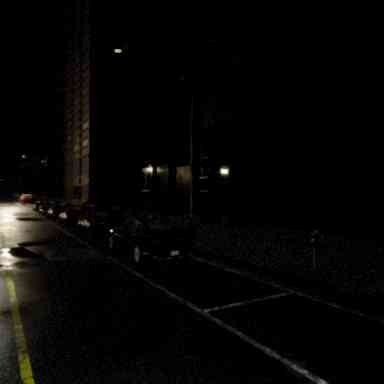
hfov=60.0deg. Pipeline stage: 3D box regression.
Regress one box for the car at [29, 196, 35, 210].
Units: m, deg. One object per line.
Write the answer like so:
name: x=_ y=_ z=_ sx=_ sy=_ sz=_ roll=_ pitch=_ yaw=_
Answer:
car: x=-15.959 y=1.379 z=35.731 sx=1.947 sy=1.339 sz=4.313 roll=1 pitch=0 yaw=-31

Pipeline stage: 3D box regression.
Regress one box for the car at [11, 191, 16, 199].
car: x=-36.059 y=1.107 z=69.584 sx=2.008 sy=1.369 sz=4.403 roll=1 pitch=0 yaw=-31

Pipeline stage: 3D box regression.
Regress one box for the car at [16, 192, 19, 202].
car: x=-27.442 y=1.108 z=55.076 sx=1.967 sy=1.590 sz=4.097 roll=1 pitch=0 yaw=-31

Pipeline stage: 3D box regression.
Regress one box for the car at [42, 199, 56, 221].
car: x=-10.215 y=1.427 z=26.057 sx=1.887 sy=1.381 sz=4.507 roll=1 pitch=0 yaw=-31

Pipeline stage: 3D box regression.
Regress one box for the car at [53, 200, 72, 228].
car: x=-7.343 y=1.460 z=21.220 sx=1.887 sy=1.381 sz=4.507 roll=1 pitch=0 yaw=-31

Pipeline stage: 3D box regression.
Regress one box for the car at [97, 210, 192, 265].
car: x=-1.601 y=1.530 z=11.548 sx=2.008 sy=1.369 sz=4.403 roll=1 pitch=0 yaw=-31

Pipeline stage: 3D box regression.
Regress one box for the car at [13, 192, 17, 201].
car: x=-33.187 y=1.138 z=64.748 sx=1.887 sy=1.381 sz=4.507 roll=1 pitch=0 yaw=-31

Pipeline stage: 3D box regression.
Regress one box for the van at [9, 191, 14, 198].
van: x=-44.669 y=0.783 z=84.094 sx=1.690 sy=1.788 sz=3.998 roll=1 pitch=0 yaw=-31

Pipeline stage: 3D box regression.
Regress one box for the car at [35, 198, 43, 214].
car: x=-13.086 y=1.393 z=30.894 sx=1.887 sy=1.381 sz=4.507 roll=1 pitch=0 yaw=-31

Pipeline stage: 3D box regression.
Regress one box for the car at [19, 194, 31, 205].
car: x=-24.573 y=1.249 z=50.239 sx=1.887 sy=1.381 sz=4.507 roll=1 pitch=0 yaw=-31

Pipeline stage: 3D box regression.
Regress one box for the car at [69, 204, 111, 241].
car: x=-4.472 y=1.492 z=16.385 sx=1.887 sy=1.381 sz=4.507 roll=1 pitch=0 yaw=-31
